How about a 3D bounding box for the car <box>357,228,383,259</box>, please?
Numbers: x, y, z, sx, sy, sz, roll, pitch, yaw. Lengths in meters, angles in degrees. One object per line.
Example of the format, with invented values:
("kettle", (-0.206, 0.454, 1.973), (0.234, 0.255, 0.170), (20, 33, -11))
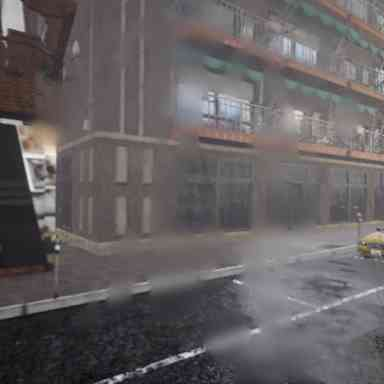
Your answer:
("car", (7.545, 1.531, 11.472), (4.829, 1.417, 1.752), (0, 1, -35))
